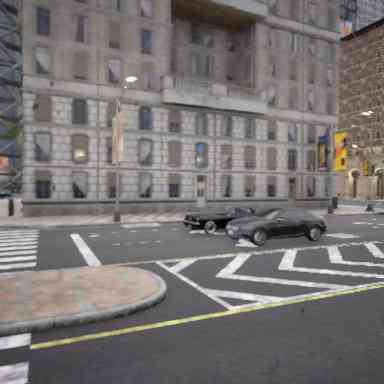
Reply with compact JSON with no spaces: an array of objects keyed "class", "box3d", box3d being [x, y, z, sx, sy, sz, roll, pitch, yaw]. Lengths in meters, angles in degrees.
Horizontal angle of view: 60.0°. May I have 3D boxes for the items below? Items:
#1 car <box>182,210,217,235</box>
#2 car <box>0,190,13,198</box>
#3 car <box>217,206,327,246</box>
[{"class":"car","box3d":[1.930,1.389,17.378,4.718,1.301,1.895,0,1,-24]},{"class":"car","box3d":[-37.365,0.318,65.159,2.097,1.767,4.553,1,1,14]},{"class":"car","box3d":[3.674,1.363,14.325,4.674,1.442,1.812,0,1,-24]}]
